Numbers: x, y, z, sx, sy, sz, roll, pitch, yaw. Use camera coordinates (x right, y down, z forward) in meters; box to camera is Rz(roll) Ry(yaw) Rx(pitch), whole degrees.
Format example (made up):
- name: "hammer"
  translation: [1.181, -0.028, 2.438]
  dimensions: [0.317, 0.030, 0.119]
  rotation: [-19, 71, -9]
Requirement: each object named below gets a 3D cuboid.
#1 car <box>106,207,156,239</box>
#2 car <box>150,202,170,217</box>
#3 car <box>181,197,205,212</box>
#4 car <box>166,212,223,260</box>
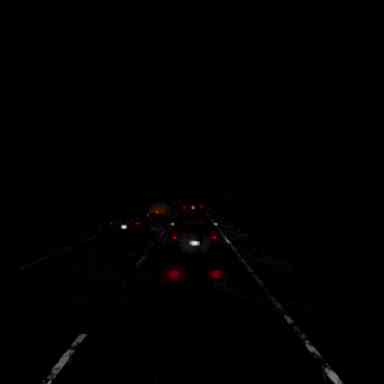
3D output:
- name: "car"
  translation: [-3.399, 1.741, 18.636]
  dimensions: [1.994, 1.385, 4.181]
  rotation: [0, -1, 0]
- name: "car"
  translation: [-3.396, 1.811, 35.070]
  dimensions: [1.882, 1.535, 5.008]
  rotation: [0, -1, 0]
- name: "car"
  translation: [0.103, 1.533, 32.689]
  dimensions: [2.150, 2.045, 5.566]
  rotation: [0, -1, 0]
- name: "car"
  translation: [0.092, 1.689, 13.020]
  dimensions: [1.994, 1.385, 4.181]
  rotation: [0, -1, 0]
